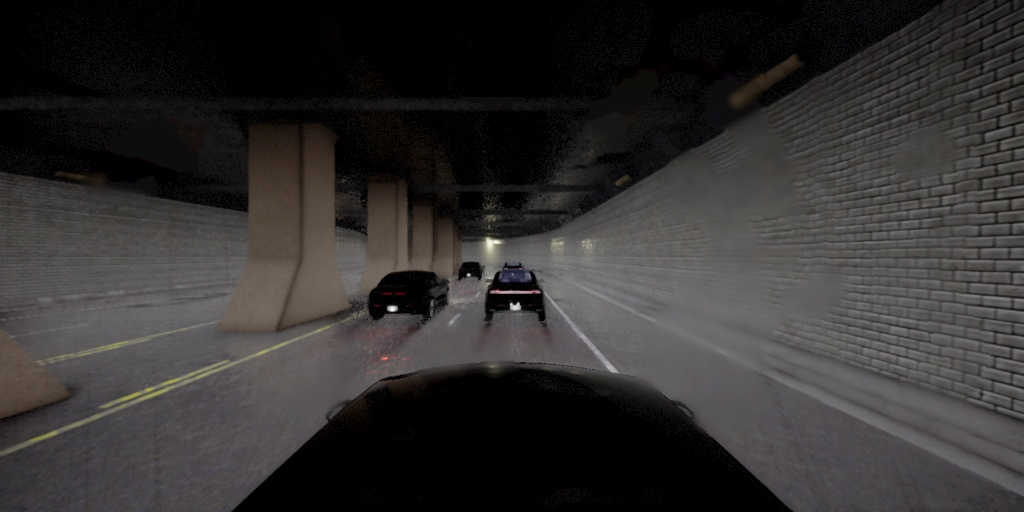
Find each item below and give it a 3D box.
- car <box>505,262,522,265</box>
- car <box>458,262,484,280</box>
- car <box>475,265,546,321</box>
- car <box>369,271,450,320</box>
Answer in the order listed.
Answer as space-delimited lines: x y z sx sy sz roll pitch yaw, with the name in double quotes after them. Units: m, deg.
0.095 1.220 30.584 2.128 1.511 4.902 0 0 0 "car"
-3.405 1.233 30.650 1.837 1.490 4.892 0 0 0 "car"
0.098 1.234 12.478 2.128 1.511 4.902 0 0 0 "car"
-3.402 1.247 12.621 1.837 1.490 4.892 0 0 0 "car"
